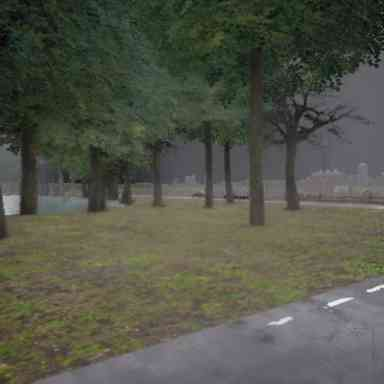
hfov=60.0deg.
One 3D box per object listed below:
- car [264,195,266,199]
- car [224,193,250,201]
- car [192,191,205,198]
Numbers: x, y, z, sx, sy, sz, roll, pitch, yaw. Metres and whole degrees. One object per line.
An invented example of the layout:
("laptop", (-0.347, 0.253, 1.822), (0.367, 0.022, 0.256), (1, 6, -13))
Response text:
("car", (10.804, 0.746, 59.532), (2.033, 1.411, 5.357), (-1, 2, -36))
("car", (7.921, 0.836, 58.727), (1.895, 1.301, 4.718), (-1, 1, -35))
("car", (1.915, 0.445, 71.823), (1.812, 1.442, 4.674), (-1, 1, -36))
